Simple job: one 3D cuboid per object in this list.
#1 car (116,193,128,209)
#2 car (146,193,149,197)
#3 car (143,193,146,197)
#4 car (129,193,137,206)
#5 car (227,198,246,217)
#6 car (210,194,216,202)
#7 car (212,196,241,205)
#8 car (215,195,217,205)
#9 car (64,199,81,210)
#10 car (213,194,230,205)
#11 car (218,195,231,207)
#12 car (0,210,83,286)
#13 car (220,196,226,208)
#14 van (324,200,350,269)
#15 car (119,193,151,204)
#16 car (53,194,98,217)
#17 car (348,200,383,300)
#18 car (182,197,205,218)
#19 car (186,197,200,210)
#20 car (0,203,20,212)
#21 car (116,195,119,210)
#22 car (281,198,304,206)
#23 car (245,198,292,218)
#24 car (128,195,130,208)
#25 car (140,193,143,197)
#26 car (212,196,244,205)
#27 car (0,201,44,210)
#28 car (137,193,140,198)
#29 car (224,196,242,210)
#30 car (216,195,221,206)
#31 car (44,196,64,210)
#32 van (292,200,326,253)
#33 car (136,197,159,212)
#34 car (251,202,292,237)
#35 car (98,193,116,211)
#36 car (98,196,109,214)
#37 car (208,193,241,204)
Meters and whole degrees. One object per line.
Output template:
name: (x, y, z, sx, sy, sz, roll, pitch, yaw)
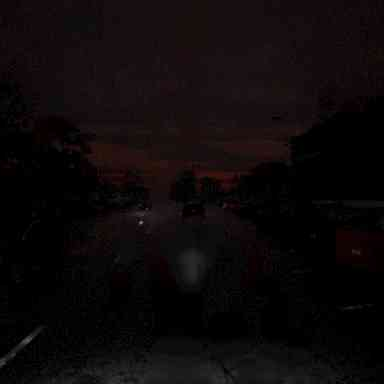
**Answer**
car: (-10.929, 1.218, 39.490, 5.566, 2.045, 2.435, -1, 0, -20)
car: (-10.877, 1.459, 60.656, 4.892, 1.521, 2.231, -1, 0, -20)
car: (-10.846, 1.334, 57.641, 4.553, 1.767, 2.185, -1, 0, -20)
car: (-10.866, 1.214, 45.557, 5.566, 2.045, 2.435, -1, 0, -20)
car: (6.013, 1.509, 29.651, 4.792, 1.488, 2.163, 1, 0, -20)
car: (5.894, 1.465, 50.309, 5.366, 1.575, 1.946, 1, 0, -20)
car: (6.076, 1.505, 59.255, 4.674, 1.452, 2.002, 1, 0, -20)
car: (6.080, 1.503, 44.477, 4.792, 1.488, 2.163, 1, 0, -20)
car: (-10.885, 1.505, 24.398, 4.792, 1.488, 2.163, -1, 0, -20)
car: (6.062, 1.473, 47.426, 4.892, 1.521, 2.231, 1, 0, -20)
car: (6.219, 1.475, 38.614, 5.366, 1.575, 1.946, 1, 0, -20)
car: (-5.070, 1.487, 9.446, 2.128, 1.511, 4.902, 0, 0, 0)
car: (6.044, 1.477, 35.581, 5.008, 1.535, 2.097, 1, 0, -20)
van: (6.122, 1.263, 8.998, 4.442, 1.987, 1.878, 1, 0, -20)
car: (-10.891, 1.206, 63.660, 5.566, 2.045, 2.435, -1, 0, -20)
car: (-10.942, 1.224, 27.399, 5.566, 2.045, 2.435, -1, 0, -20)
car: (5.987, 1.237, 5.981, 5.566, 2.045, 2.435, 1, 0, -20)
car: (0.137, 1.468, 30.558, 1.882, 1.535, 5.008, 0, 0, 0)
car: (0.157, 1.490, 44.619, 1.837, 1.490, 4.892, 0, 0, 0)
car: (-10.935, 1.481, 15.324, 4.892, 1.521, 2.231, -1, 0, -20)
car: (-10.886, 1.471, 36.469, 4.892, 1.521, 2.231, -1, 0, -20)
car: (22.559, 2.273, 74.955, 1.946, 1.575, 5.366, 2, 1, -21)
car: (6.056, 1.359, 20.800, 4.553, 1.767, 2.185, 1, 0, -20)
car: (-10.864, 1.496, 42.534, 4.792, 1.488, 2.163, -1, 0, -20)
car: (-10.910, 1.336, 54.603, 4.553, 1.767, 2.185, -1, 0, -20)
car: (6.077, 1.468, 56.297, 4.892, 1.521, 2.231, 1, 0, -20)
car: (-10.887, 1.353, 18.344, 4.553, 1.767, 2.185, -1, 0, -20)
car: (-10.908, 1.337, 51.576, 4.553, 1.767, 2.185, -1, 0, -20)
car: (6.210, 1.478, 32.697, 5.366, 1.575, 1.946, 1, 0, -20)
car: (6.049, 1.474, 41.511, 5.008, 1.535, 2.097, 1, 0, -20)
car: (-10.892, 1.351, 21.373, 4.553, 1.767, 2.185, -1, 0, -20)
van: (6.127, 1.263, 11.957, 4.442, 1.987, 1.878, 1, 0, -20)
car: (-5.044, 1.585, 39.498, 1.895, 1.301, 4.718, 0, 0, 0)
car: (6.021, 1.486, 17.825, 4.892, 1.521, 2.231, 1, 0, -20)
car: (-10.875, 1.220, 33.462, 5.566, 2.045, 2.435, -1, 0, -20)
car: (-10.734, 1.468, 30.499, 5.366, 1.575, 1.946, -1, 0, -20)
car: (6.106, 1.213, 62.231, 5.566, 2.045, 2.435, 1, 0, -20)
